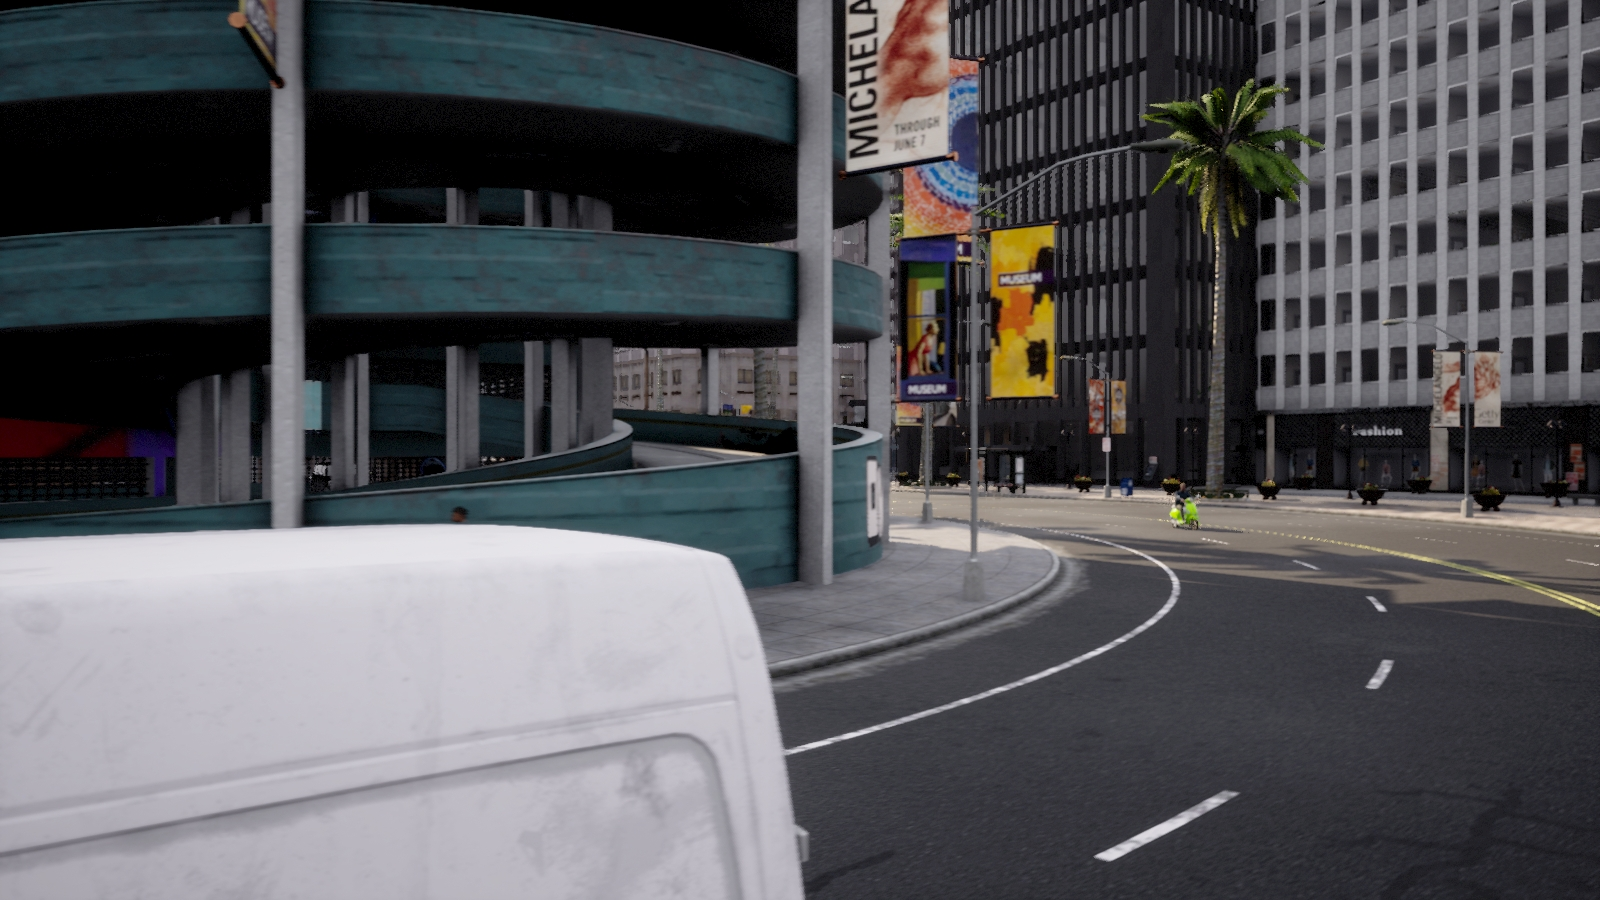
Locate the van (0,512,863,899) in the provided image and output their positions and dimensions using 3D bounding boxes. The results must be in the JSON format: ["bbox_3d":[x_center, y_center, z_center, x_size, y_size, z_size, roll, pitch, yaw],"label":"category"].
[{"bbox_3d":[-2.769,1.535,2.061,5.915,2.561,1.988,0,0,-38],"label":"van"}]
